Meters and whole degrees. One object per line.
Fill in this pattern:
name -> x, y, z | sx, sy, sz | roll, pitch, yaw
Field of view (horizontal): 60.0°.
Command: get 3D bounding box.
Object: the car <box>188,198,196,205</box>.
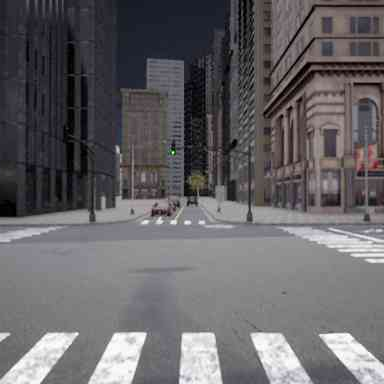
car -> -0.050, 2.146, 74.807 | 1.837, 1.490, 4.892 | 0, -1, 0

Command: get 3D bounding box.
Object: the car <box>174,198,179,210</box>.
car -> -3.101, 1.919, 44.439 | 1.994, 1.385, 4.181 | 0, -1, 0

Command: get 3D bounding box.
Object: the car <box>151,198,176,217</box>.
car -> -3.075, 1.746, 34.550 | 1.882, 1.535, 5.008 | 0, 0, 1

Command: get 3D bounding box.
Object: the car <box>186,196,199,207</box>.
car -> 0.059, 1.762, 64.378 | 2.150, 2.045, 5.566 | 0, -1, 0

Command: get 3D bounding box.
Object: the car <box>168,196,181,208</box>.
car -> -3.115, 1.685, 56.113 | 2.150, 2.045, 5.566 | 0, -1, 0
